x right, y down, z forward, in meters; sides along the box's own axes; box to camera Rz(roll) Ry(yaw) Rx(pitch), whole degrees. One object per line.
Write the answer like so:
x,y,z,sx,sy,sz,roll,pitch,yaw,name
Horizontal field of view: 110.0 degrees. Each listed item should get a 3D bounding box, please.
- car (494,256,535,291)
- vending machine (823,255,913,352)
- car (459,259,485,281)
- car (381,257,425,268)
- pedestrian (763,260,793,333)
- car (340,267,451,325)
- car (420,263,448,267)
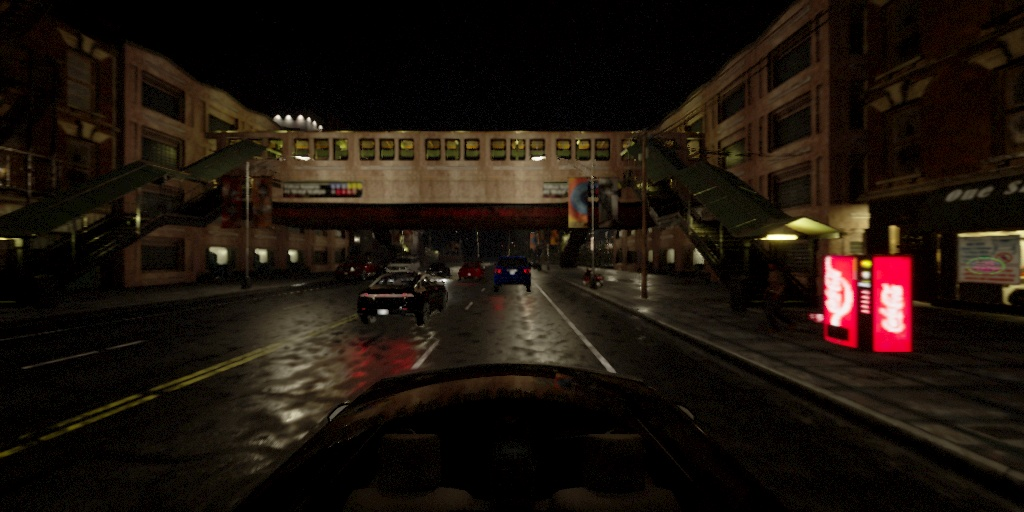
0.051,1.031,22.392,2.150,2.045,5.566,0,0,1,car
7.384,0.963,7.500,1.100,2.100,0.880,0,0,0,vending machine
-3.406,1.317,30.982,1.882,1.535,5.008,0,0,0,car
-10.569,1.072,35.217,2.150,2.045,5.566,0,0,0,car
6.313,0.913,8.557,0.375,1.860,0.375,0,0,0,pedestrian
-3.400,1.272,11.879,2.128,1.511,4.902,0,0,0,car
-7.072,1.375,34.341,1.812,1.442,4.674,0,0,0,car
